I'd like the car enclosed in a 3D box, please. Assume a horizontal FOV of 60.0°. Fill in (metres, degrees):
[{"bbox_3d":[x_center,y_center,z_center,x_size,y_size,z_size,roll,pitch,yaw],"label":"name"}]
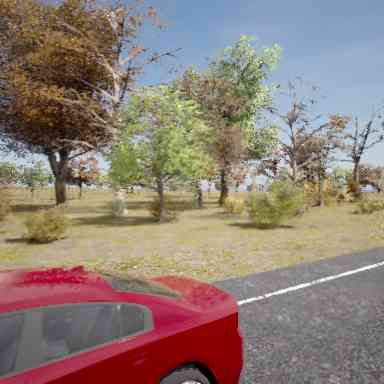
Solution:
[{"bbox_3d":[-1.782,1.481,2.755,5.008,1.535,1.882,0,0,-36],"label":"car"}]
